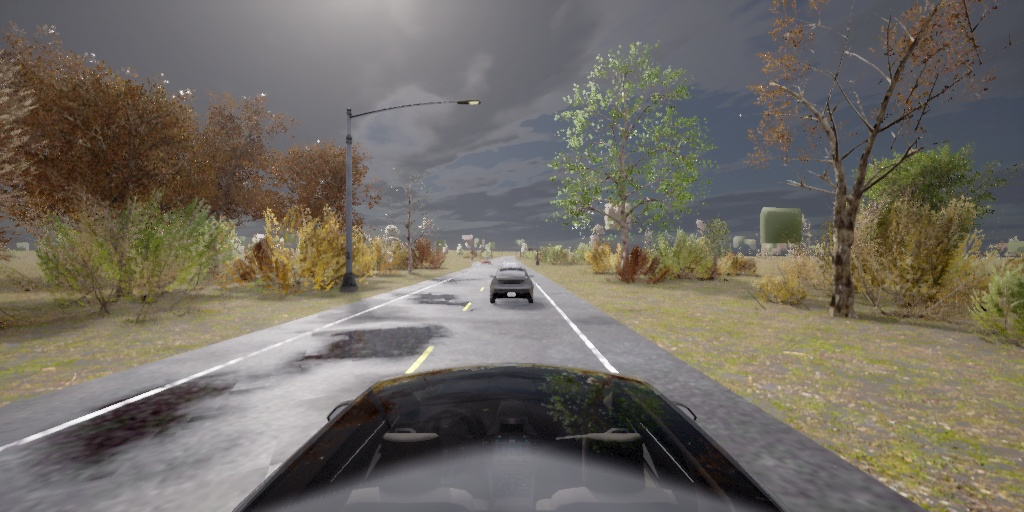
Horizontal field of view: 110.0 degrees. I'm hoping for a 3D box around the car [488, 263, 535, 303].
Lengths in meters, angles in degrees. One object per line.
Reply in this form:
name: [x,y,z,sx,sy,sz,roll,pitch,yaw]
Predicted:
car: [-0.017,1.265,16.505,1.837,1.490,4.892,0,0,0]
